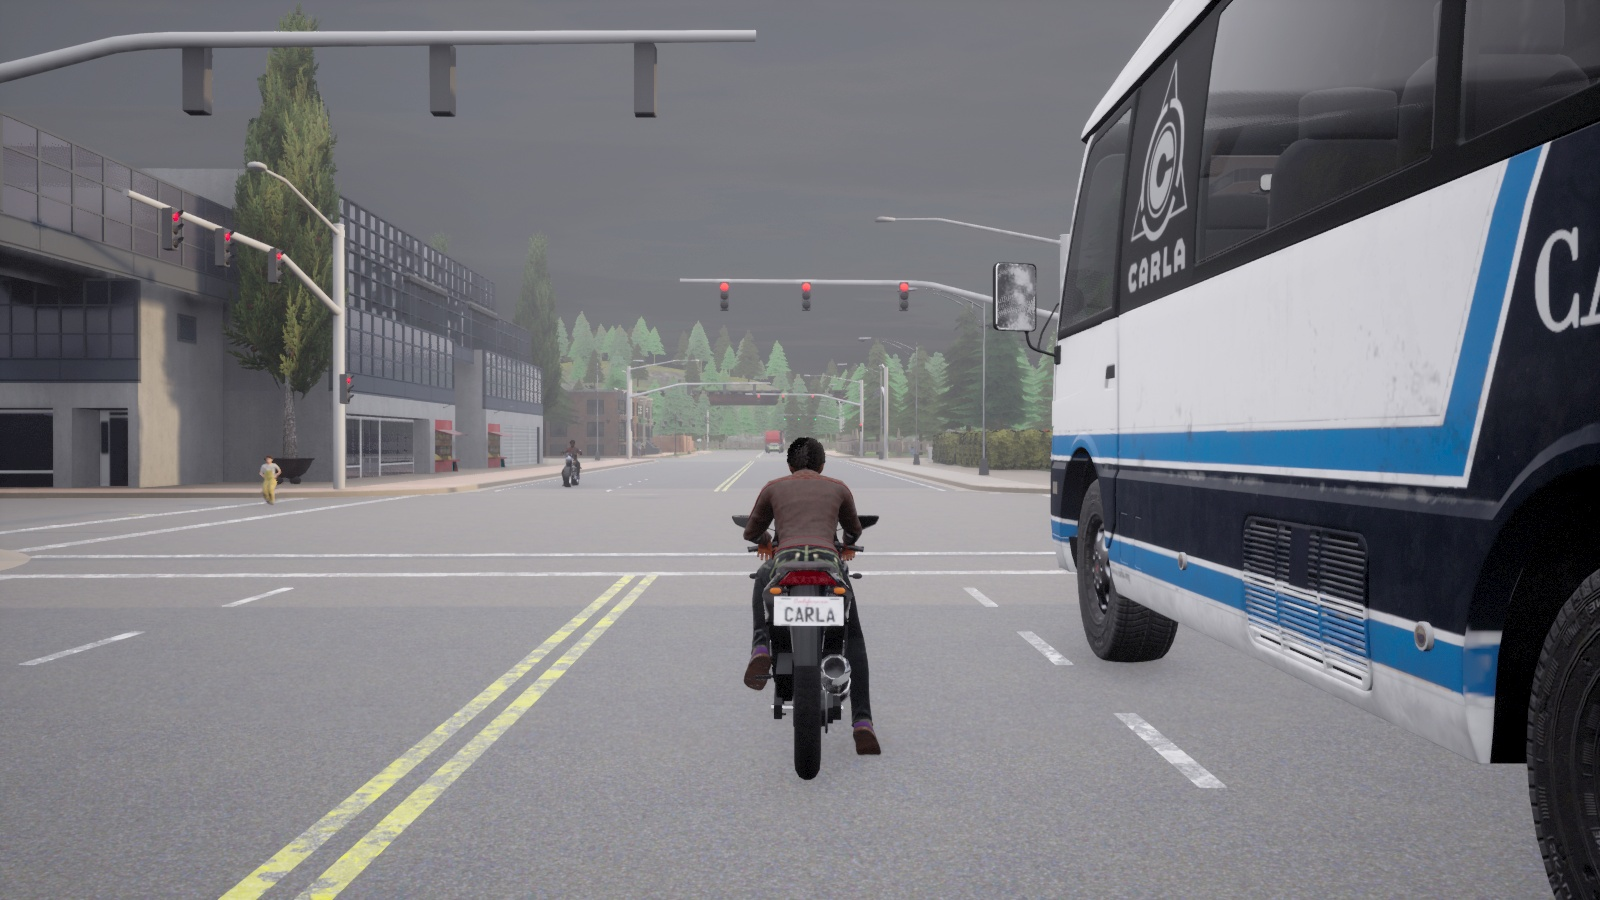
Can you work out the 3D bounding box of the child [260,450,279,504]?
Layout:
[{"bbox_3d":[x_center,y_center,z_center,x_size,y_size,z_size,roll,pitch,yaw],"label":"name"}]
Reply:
[{"bbox_3d":[-12.559,0.635,29.740,0.270,1.263,0.437,0,0,-3],"label":"child"}]

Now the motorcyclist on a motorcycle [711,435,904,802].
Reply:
[{"bbox_3d":[0.030,0.693,6.236,0.797,1.523,2.044,0,0,0],"label":"motorcyclist on a motorcycle"}]

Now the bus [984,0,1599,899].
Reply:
[{"bbox_3d":[3.533,-0.659,5.564,3.944,4.253,10.273,0,0,0],"label":"bus"}]

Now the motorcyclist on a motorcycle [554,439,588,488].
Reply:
[{"bbox_3d":[-7.852,0.447,43.159,0.766,1.649,2.350,0,0,-1],"label":"motorcyclist on a motorcycle"}]
